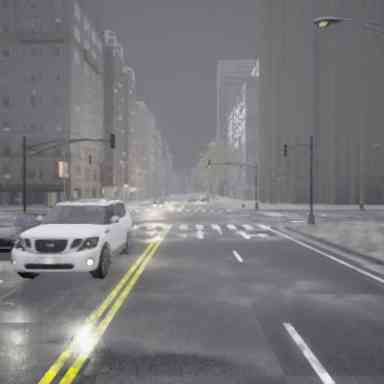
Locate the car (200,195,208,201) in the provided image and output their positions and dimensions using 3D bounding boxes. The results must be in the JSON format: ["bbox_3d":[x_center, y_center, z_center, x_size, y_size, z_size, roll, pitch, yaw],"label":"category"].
[{"bbox_3d":[3.266,1.576,90.460,1.882,1.535,5.008,0,0,0],"label":"car"}]

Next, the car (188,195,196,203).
[{"bbox_3d":[0.014,1.761,80.039,2.128,1.511,4.902,0,0,0],"label":"car"}]

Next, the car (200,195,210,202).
[{"bbox_3d":[3.264,1.762,80.455,1.812,1.442,4.674,0,0,0],"label":"car"}]

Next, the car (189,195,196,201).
[{"bbox_3d":[0.016,1.598,90.461,1.837,1.490,4.892,0,0,0],"label":"car"}]

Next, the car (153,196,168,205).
[{"bbox_3d":[-6.502,1.700,65.100,2.128,1.511,4.902,0,0,0],"label":"car"}]

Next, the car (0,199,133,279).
[{"bbox_3d":[-3.325,1.254,10.504,2.150,2.045,5.566,0,0,0],"label":"car"}]
